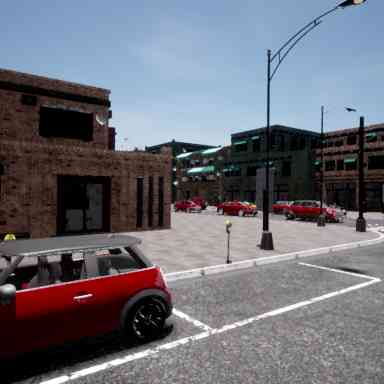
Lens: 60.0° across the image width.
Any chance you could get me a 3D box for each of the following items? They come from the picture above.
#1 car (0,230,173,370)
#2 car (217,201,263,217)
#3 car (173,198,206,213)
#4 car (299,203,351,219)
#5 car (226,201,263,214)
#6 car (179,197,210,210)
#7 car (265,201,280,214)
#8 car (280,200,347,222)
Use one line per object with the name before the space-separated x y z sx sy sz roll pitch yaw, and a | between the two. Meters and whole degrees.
car | -2.388 1.441 4.841 4.097 1.590 1.967 0 1 -35
car | 4.637 1.692 34.525 1.882 1.535 5.008 1 -1 -35
car | -0.639 1.829 42.130 1.812 1.442 4.674 1 -1 -35
car | 12.963 1.812 32.676 1.947 1.339 4.313 0 -1 -35
car | 6.537 1.879 41.930 1.752 1.417 4.829 0 -1 -35
car | 0.304 1.773 50.907 2.192 1.841 5.009 0 -1 -35
car | 9.799 1.739 37.235 1.967 1.590 4.097 0 -1 -35
car | 9.897 1.479 27.001 2.097 1.767 4.553 1 -1 -35
